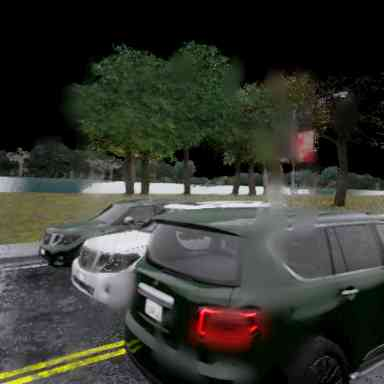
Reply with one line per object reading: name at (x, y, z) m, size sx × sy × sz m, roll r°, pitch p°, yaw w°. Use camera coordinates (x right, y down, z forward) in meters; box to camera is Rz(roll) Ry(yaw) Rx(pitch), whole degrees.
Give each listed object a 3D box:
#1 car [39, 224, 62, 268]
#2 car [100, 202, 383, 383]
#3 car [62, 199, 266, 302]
car at (-1.711, 1.245, 10.451) m, size 5.566 × 2.045 × 2.150 m, roll 0°, pitch 0°, yaw -36°
car at (1.817, 1.242, 4.740) m, size 5.566 × 2.045 × 2.150 m, roll 1°, pitch 0°, yaw -35°
car at (0.180, 1.245, 7.807) m, size 5.566 × 2.045 × 2.150 m, roll 0°, pitch 0°, yaw -36°
